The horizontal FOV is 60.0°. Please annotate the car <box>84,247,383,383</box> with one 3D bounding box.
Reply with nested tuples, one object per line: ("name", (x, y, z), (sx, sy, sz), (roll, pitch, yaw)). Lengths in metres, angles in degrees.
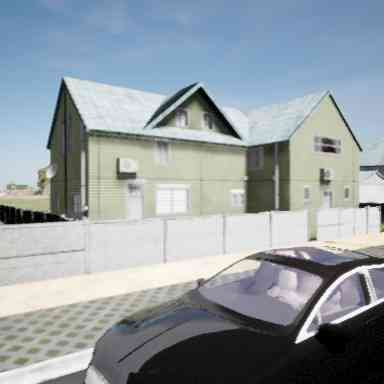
("car", (1.251, 1.494, 3.958), (4.902, 1.511, 2.128), (0, 0, -35))
